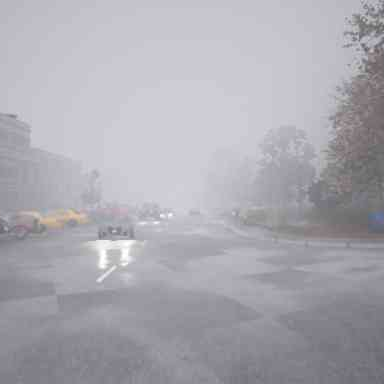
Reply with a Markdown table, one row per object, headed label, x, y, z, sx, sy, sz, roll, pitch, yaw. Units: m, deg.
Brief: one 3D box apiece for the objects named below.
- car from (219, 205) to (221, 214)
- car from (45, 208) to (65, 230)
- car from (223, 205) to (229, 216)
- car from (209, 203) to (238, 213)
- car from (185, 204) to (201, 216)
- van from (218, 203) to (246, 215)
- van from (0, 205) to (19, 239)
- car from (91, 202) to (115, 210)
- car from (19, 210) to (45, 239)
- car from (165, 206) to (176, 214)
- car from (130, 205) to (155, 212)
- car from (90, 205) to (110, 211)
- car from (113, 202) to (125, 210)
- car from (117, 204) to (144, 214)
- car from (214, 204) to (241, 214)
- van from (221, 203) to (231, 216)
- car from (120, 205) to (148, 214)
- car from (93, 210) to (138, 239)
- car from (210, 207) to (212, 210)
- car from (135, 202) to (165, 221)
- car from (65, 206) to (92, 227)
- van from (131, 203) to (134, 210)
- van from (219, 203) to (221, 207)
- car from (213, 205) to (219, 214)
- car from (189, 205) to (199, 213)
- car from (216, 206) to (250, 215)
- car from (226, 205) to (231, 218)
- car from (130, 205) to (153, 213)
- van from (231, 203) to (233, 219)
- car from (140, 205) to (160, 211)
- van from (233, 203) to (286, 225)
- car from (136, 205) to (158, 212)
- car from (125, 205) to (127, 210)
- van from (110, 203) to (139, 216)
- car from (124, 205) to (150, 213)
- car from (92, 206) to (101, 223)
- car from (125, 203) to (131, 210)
| label | x | y | z | sx | sy | sz | roll | pitch | yaw |
| --- | --- | --- | --- | --- | --- | --- | --- | --- | --- |
| car | 6.631 | 2.763 | 45.446 | 4.674 | 1.452 | 2.002 | 1 | -2 | -20 |
| car | -11.516 | 1.995 | 22.120 | 5.366 | 1.575 | 1.946 | 0 | -2 | -20 |
| car | 6.596 | 2.574 | 39.555 | 4.674 | 1.452 | 2.002 | 1 | -2 | -20 |
| car | 6.797 | 3.383 | 71.921 | 5.566 | 2.045 | 2.435 | 2 | -2 | -20 |
| car | 0.389 | 3.043 | 53.243 | 2.033 | 1.411 | 5.357 | 0 | -2 | 0 |
| van | 6.825 | 2.897 | 57.266 | 4.442 | 1.987 | 1.878 | 1 | -2 | -19 |
| van | -11.269 | 1.595 | 16.368 | 4.442 | 1.987 | 1.878 | 0 | -2 | -20 |
| car | -11.274 | 2.318 | 36.840 | 4.553 | 1.767 | 2.185 | 0 | -2 | -20 |
| car | -11.386 | 1.938 | 19.237 | 4.792 | 1.488 | 2.163 | 0 | -2 | -20 |
| car | -4.646 | 3.421 | 62.681 | 1.895 | 1.301 | 4.718 | 0 | -2 | 1 |
| car | -11.147 | 3.734 | 74.886 | 5.366 | 1.575 | 1.946 | 0 | -2 | -20 |
| car | -11.252 | 2.354 | 33.906 | 4.892 | 1.521 | 2.231 | 0 | -2 | -20 |
| car | -11.248 | 2.286 | 39.766 | 5.566 | 2.045 | 2.435 | 0 | -2 | -20 |
| car | -11.109 | 3.097 | 60.290 | 4.553 | 1.767 | 2.185 | 0 | -2 | -20 |
| car | 6.731 | 3.197 | 63.093 | 4.553 | 1.767 | 2.185 | 2 | -2 | -20 |
| van | 6.510 | 2.400 | 42.464 | 4.442 | 1.987 | 1.878 | 1 | -2 | -20 |
| car | -11.062 | 3.325 | 63.224 | 4.892 | 1.521 | 2.231 | 0 | -2 | -20 |
| car | -4.480 | 2.014 | 20.080 | 1.994 | 1.385 | 4.181 | 0 | -2 | -8 |
| car | 6.824 | 3.561 | 68.996 | 4.792 | 1.488 | 2.163 | 2 | -2 | -20 |
| car | -4.899 | 2.263 | 39.461 | 2.150 | 2.045 | 5.566 | 0 | -2 | 0 |
| car | -11.475 | 2.171 | 27.979 | 5.366 | 1.575 | 1.946 | 0 | -2 | -20 |
| van | -11.269 | 2.597 | 48.530 | 4.442 | 1.987 | 1.878 | 0 | -2 | -20 |
| van | 6.767 | 2.598 | 48.435 | 4.442 | 1.987 | 1.878 | 1 | -2 | -20 |
| car | 6.502 | 2.911 | 51.265 | 5.366 | 1.575 | 1.946 | 2 | -2 | -20 |
| car | 0.403 | 3.575 | 69.226 | 2.128 | 1.511 | 4.902 | 0 | -2 | 0 |
| car | 6.688 | 3.019 | 54.272 | 4.892 | 1.521 | 2.231 | 2 | -2 | -20 |
| car | 6.578 | 2.481 | 36.611 | 4.674 | 1.452 | 2.002 | 1 | -2 | -20 |
| car | -10.997 | 3.674 | 72.020 | 4.674 | 1.452 | 2.002 | 0 | -2 | -20 |
| van | 6.664 | 2.128 | 33.724 | 4.442 | 1.987 | 1.878 | 1 | -2 | -20 |
| car | -10.890 | 4.152 | 86.677 | 4.892 | 1.521 | 2.231 | 0 | -2 | -20 |
| van | 6.426 | 2.032 | 30.694 | 4.442 | 1.987 | 1.878 | 1 | -2 | -20 |
| car | -10.941 | 3.945 | 80.818 | 4.892 | 1.521 | 2.231 | 0 | -2 | -20 |
| car | -11.200 | 2.671 | 42.703 | 4.674 | 1.452 | 2.002 | 0 | -2 | -20 |
| van | -11.012 | 2.793 | 54.480 | 4.442 | 1.987 | 1.878 | 0 | -2 | -20 |
| car | -11.008 | 3.457 | 66.168 | 4.792 | 1.488 | 2.163 | 0 | -2 | -20 |
| car | -11.247 | 2.292 | 30.980 | 4.792 | 1.488 | 2.163 | 0 | -2 | -19 |
| car | -11.150 | 2.599 | 45.645 | 4.553 | 1.767 | 2.185 | 0 | -2 | -20 |
